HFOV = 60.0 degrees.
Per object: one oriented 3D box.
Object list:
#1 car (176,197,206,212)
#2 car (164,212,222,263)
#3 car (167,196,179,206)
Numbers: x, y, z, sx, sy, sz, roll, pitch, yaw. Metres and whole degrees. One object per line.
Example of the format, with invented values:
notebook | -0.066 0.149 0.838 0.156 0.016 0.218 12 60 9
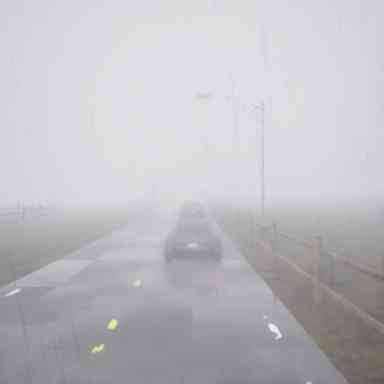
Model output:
car | 0.048 1.485 27.172 2.097 1.767 4.553 0 0 0
car | 0.050 1.677 12.533 1.994 1.385 4.181 0 0 0
car | -2.797 1.312 52.728 1.882 1.535 5.008 0 1 1
